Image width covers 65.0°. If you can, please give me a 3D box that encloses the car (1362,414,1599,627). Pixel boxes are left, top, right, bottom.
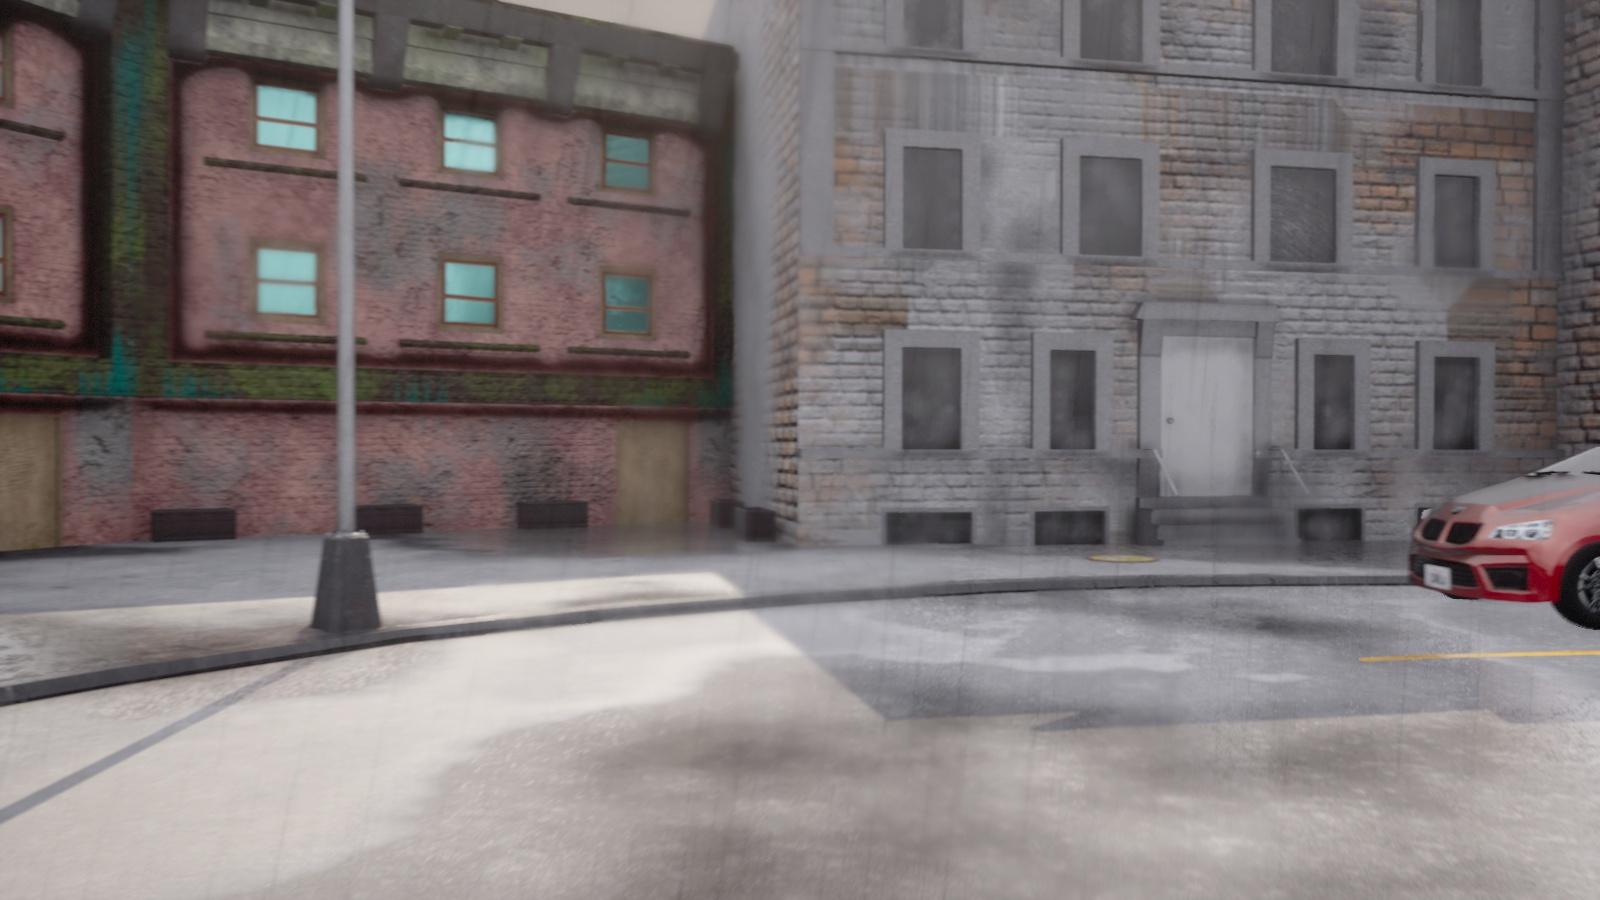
[{"bbox_3d":[7.757,0.551,11.045,4.611,1.667,2.242,0,0,-2],"label":"car"}]
